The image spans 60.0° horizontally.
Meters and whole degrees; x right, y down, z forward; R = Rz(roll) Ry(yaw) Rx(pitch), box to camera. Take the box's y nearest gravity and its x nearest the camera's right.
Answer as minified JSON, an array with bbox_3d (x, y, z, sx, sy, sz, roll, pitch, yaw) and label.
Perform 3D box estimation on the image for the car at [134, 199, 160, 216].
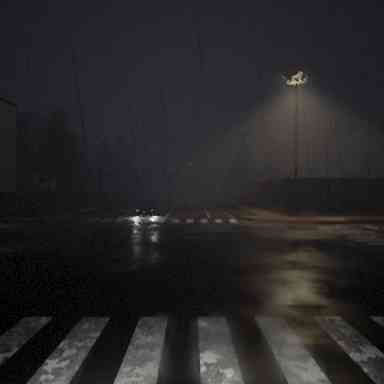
[{"bbox_3d":[-4.062,1.407,30.634,1.837,1.490,4.892,0,2,1],"label":"car"}]
